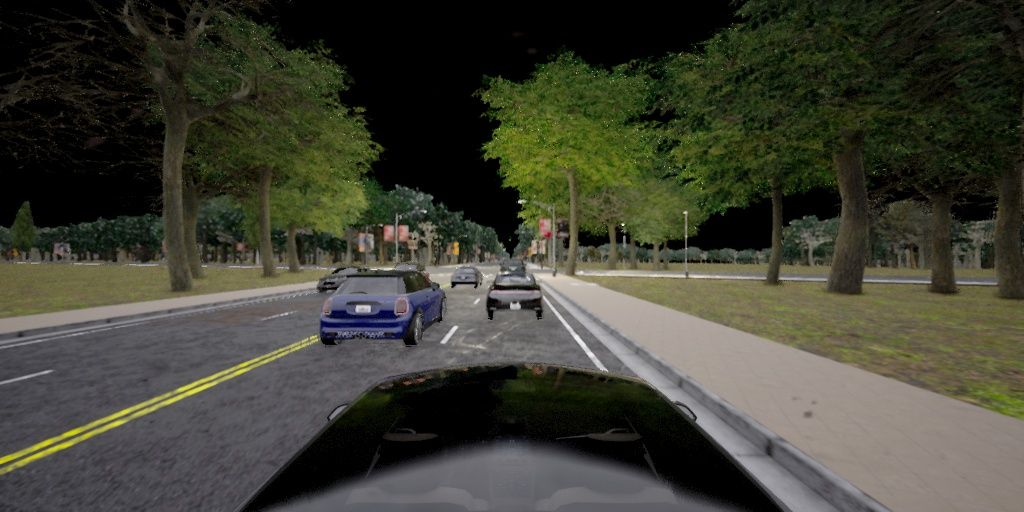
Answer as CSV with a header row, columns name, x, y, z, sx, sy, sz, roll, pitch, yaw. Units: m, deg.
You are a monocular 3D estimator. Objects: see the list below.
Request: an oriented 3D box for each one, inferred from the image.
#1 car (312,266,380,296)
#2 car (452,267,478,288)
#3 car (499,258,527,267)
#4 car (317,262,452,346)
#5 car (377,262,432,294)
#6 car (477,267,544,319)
name,x,y,z,sx,sy,sz,roll,pitch,yaw
car,-9.848,1.404,21.722,1.837,1.490,4.892,0,0,0
car,-3.150,1.478,25.639,2.033,1.411,5.357,0,0,0
car,0.097,1.193,30.796,2.150,2.045,5.566,0,0,0
car,-3.149,1.159,9.721,2.097,1.767,4.553,0,0,0
car,-6.597,1.258,22.560,2.097,1.767,4.553,0,0,0
car,0.100,1.324,13.200,2.128,1.511,4.902,0,0,0
